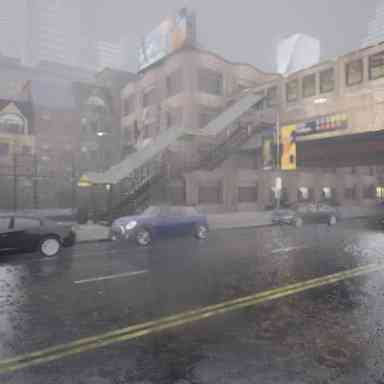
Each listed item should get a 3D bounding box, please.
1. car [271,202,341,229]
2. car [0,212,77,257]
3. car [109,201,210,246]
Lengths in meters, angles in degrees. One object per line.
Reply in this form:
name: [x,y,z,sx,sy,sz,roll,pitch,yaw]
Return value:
car: [7.380,1.442,21.427,4.892,1.521,2.231,0,0,-26]
car: [-6.561,1.477,11.351,5.008,1.535,2.097,0,0,-36]
car: [-1.412,1.338,15.196,4.553,1.767,2.185,0,0,-36]
